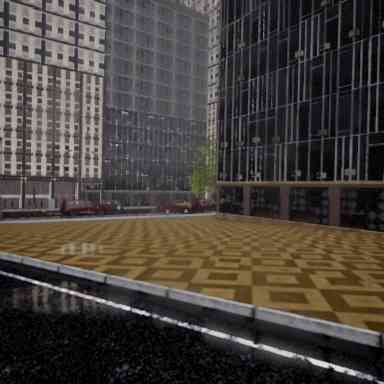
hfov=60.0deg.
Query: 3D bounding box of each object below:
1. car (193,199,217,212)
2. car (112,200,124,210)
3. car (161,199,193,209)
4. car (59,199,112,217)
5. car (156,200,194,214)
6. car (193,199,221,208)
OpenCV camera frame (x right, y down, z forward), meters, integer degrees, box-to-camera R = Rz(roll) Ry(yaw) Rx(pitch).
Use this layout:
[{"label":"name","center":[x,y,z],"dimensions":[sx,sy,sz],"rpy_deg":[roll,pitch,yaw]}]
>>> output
[{"label":"car","center":[2.236,1.850,45.841],"dimensions":[5.009,1.841,2.192],"rpy_deg":[0,1,-34]},{"label":"car","center":[-11.573,1.820,45.938],"dimensions":[4.403,1.369,2.008],"rpy_deg":[0,1,-34]},{"label":"car","center":[-2.360,1.874,52.249],"dimensions":[4.829,1.417,1.752],"rpy_deg":[0,1,-34]},{"label":"car","center":[-11.793,1.729,36.230],"dimensions":[5.009,1.841,2.192],"rpy_deg":[0,1,-34]},{"label":"car","center":[-2.445,2.039,42.641],"dimensions":[4.507,1.381,1.887],"rpy_deg":[0,1,-34]},{"label":"car","center":[2.457,1.956,55.550],"dimensions":[4.313,1.339,1.947],"rpy_deg":[0,1,-34]}]
